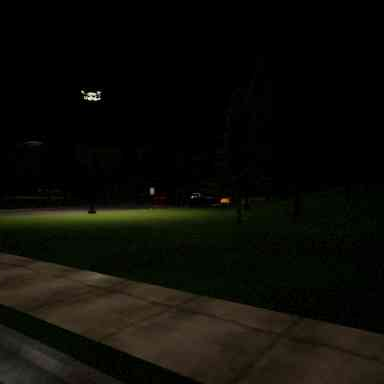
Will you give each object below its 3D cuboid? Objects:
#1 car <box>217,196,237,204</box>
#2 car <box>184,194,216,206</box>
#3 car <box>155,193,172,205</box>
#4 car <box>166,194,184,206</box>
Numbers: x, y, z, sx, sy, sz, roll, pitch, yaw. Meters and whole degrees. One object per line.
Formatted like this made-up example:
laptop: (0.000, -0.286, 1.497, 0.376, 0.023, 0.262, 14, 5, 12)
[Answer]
car: (7.225, 1.478, 62.062, 1.882, 1.535, 5.008, 0, 0, 36)
car: (1.397, 1.478, 54.010, 1.882, 1.535, 5.008, 0, 0, 37)
car: (-4.150, 1.221, 58.277, 2.150, 2.045, 5.566, 0, 0, 36)
car: (-1.641, 1.505, 55.794, 1.837, 1.490, 4.892, 0, 0, 37)
